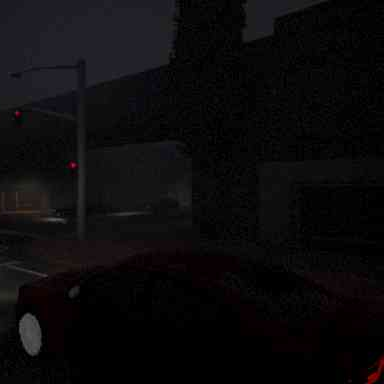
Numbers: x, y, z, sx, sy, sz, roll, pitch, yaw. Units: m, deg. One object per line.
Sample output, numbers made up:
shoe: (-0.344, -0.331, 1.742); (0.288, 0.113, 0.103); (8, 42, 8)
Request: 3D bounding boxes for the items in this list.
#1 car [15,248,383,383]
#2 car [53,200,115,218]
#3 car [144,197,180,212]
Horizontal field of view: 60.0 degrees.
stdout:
car: (-0.272, 1.465, 4.182); (5.008, 1.535, 1.882); (0, 0, 35)
car: (-9.359, 1.429, 29.268); (2.033, 1.411, 5.357); (0, 0, 36)
car: (-3.348, 1.374, 37.621); (2.128, 1.511, 4.902); (0, 0, 36)
